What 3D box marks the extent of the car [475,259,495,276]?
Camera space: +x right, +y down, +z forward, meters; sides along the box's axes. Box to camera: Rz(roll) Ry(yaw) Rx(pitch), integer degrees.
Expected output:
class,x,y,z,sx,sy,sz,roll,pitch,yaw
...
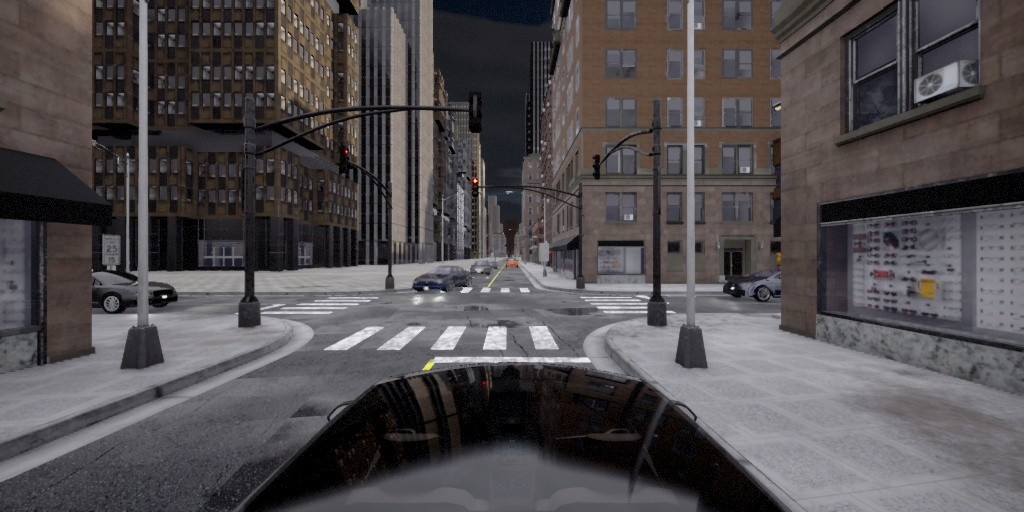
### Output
class,x,y,z,sx,sy,sz,roll,pitch,yaw
car,-3.163,1.239,36.961,2.128,1.511,4.902,0,0,0

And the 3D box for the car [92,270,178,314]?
class,x,y,z,sx,sy,sz,roll,pitch,yaw
car,-15.257,1.259,13.222,4.892,1.490,1.837,0,0,0

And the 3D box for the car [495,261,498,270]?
class,x,y,z,sx,sy,sz,roll,pitch,yaw
car,-3.173,1.242,53.051,2.128,1.511,4.902,0,0,0

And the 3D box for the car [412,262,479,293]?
class,x,y,z,sx,sy,sz,roll,pitch,yaw
car,-3.897,1.298,21.253,2.033,1.411,5.357,0,0,12

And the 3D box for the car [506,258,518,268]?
class,x,y,z,sx,sy,sz,roll,pitch,yaw
car,-0.015,1.101,61.649,2.097,1.767,4.553,0,0,0

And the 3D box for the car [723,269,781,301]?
class,x,y,z,sx,sy,sz,roll,pitch,yaw
car,12.222,1.313,16.654,4.181,1.385,1.994,0,0,-1
